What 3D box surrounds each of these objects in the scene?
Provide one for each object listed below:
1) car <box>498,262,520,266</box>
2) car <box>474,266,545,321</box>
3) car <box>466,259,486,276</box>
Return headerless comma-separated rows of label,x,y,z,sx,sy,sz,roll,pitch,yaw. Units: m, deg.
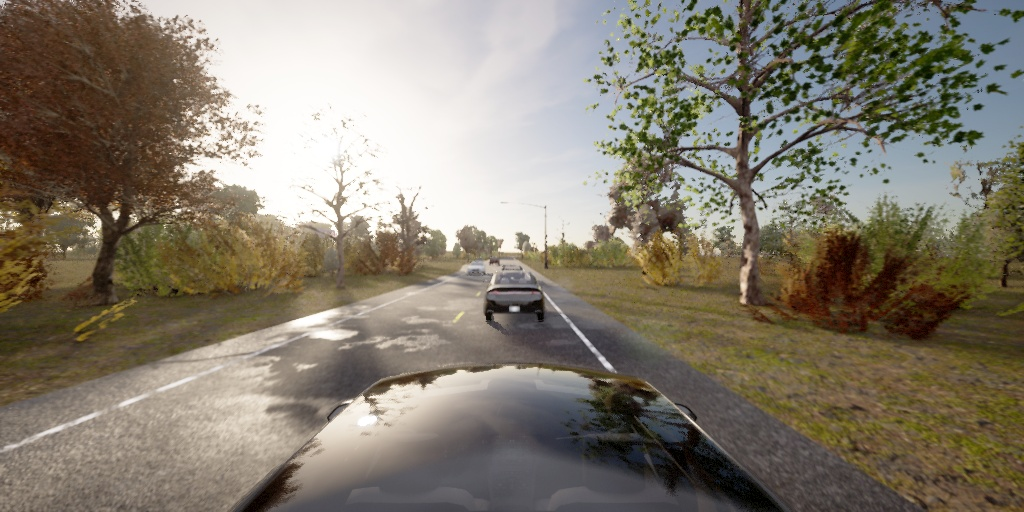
car,0.019,1.387,29.427,1.895,1.301,4.718,0,0,0
car,0.071,1.257,12.394,2.128,1.511,4.902,0,0,0
car,-3.762,1.316,38.720,1.812,1.442,4.674,0,0,-1
